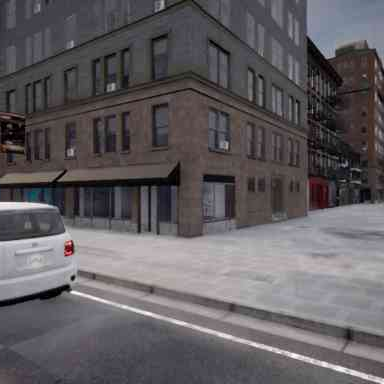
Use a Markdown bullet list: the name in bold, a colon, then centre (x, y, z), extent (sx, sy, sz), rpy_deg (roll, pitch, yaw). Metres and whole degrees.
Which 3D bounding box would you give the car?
- **car**: centre (-4.813, 1.221, 7.116), extent (5.566, 2.045, 2.150), rpy_deg (0, 0, 35)
